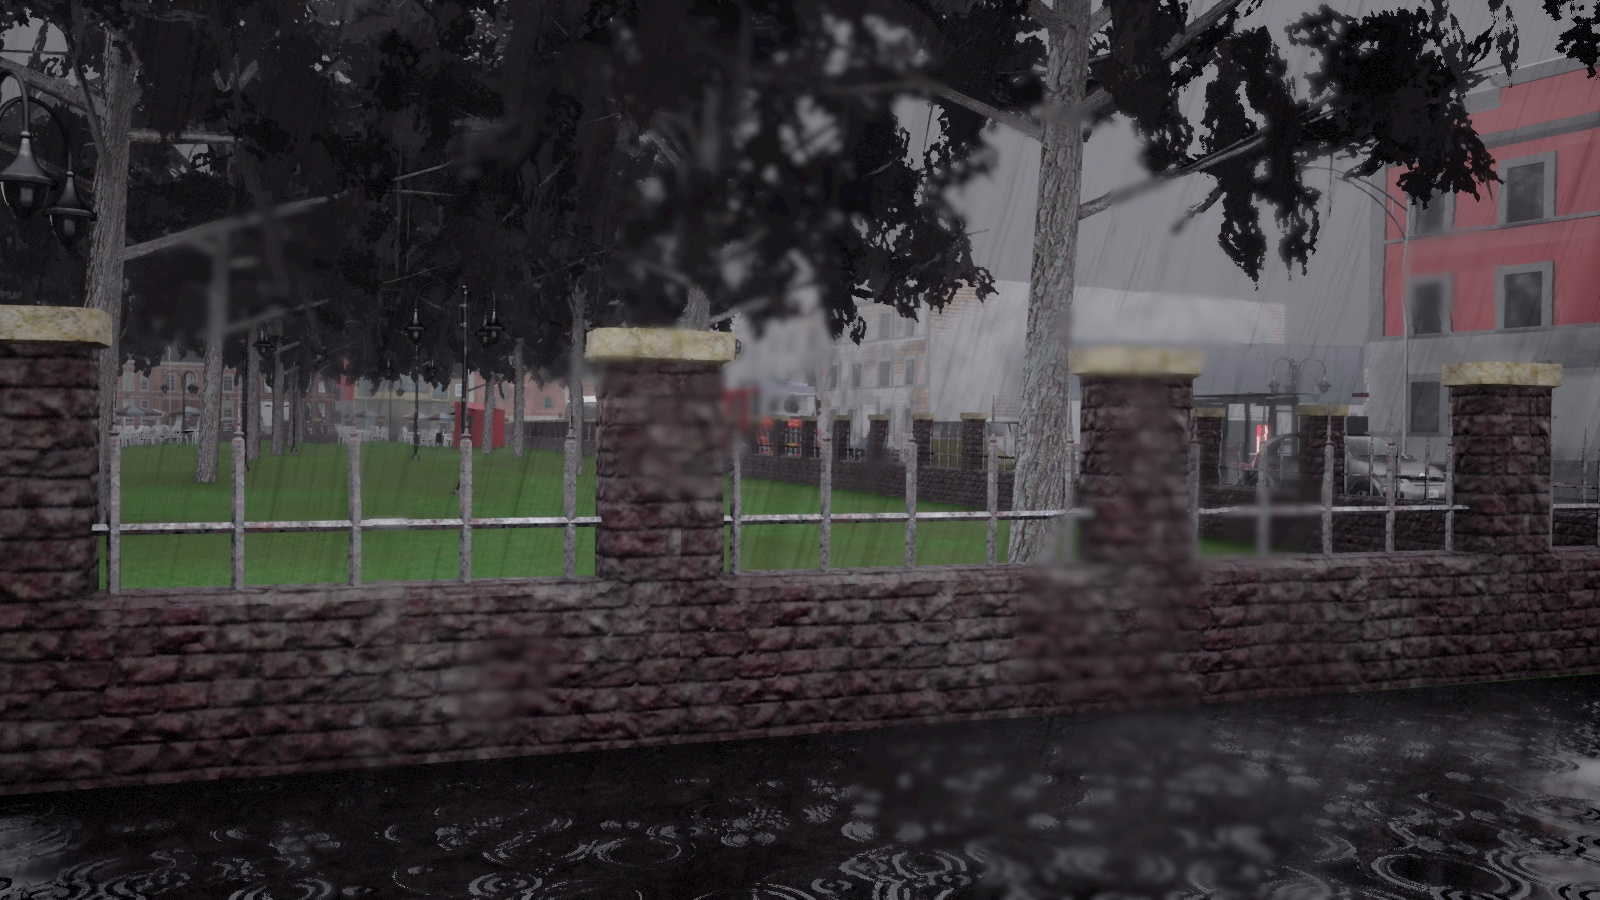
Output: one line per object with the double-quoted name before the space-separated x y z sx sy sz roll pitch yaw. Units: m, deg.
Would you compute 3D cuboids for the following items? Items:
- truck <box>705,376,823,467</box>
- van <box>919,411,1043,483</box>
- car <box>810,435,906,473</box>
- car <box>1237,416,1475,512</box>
"truck" -1.803 -1.282 57.441 2.891 3.827 8.468 -1 1 -20
"van" 5.323 -0.116 37.445 1.775 1.987 4.442 -1 1 -20
"car" 2.087 0.118 46.563 1.895 1.301 4.718 -1 1 -20
"car" 10.278 0.202 23.553 1.851 1.617 3.988 -1 1 -19
